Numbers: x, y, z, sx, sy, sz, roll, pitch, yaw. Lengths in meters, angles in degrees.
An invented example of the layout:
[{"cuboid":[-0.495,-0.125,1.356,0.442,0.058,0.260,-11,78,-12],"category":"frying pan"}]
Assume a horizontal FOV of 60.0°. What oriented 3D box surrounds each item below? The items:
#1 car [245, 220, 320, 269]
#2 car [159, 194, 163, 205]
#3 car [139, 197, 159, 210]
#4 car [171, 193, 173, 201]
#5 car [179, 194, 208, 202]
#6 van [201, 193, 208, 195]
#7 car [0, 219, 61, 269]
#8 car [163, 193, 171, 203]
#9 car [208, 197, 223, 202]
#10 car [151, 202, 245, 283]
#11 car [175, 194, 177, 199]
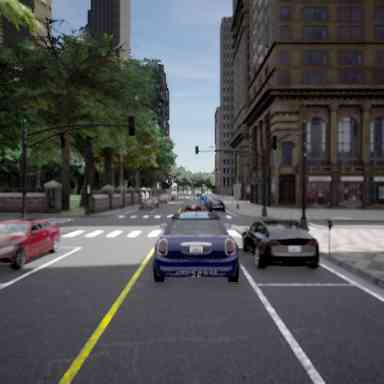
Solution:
[{"cuboid":[2.760,1.567,11.022,1.947,1.339,4.313,0,0,0],"category":"car"},{"cuboid":[-5.763,1.434,48.319,1.967,1.590,4.097,0,0,0],"category":"car"},{"cuboid":[-5.763,1.546,42.899,2.008,1.369,4.403,0,0,0],"category":"car"},{"cuboid":[-5.763,1.292,70.001,2.192,1.841,5.009,0,0,0],"category":"car"},{"cuboid":[0.104,1.350,31.330,2.097,1.767,4.553,0,0,0],"category":"car"},{"cuboid":[2.762,1.332,53.720,1.690,1.788,3.998,0,0,0],"category":"van"},{"cuboid":[-5.765,1.583,11.040,1.802,1.307,4.206,0,0,0],"category":"car"},{"cuboid":[-5.762,1.423,64.581,1.967,1.590,4.097,0,0,0],"category":"car"},{"cuboid":[2.762,1.563,37.459,1.947,1.339,4.313,0,0,0],"category":"car"},{"cuboid":[0.101,1.353,9.842,2.097,1.767,4.553,0,0,0],"category":"car"},{"cuboid":[-5.761,1.274,86.262,2.192,1.841,5.009,0,0,0],"category":"car"}]
